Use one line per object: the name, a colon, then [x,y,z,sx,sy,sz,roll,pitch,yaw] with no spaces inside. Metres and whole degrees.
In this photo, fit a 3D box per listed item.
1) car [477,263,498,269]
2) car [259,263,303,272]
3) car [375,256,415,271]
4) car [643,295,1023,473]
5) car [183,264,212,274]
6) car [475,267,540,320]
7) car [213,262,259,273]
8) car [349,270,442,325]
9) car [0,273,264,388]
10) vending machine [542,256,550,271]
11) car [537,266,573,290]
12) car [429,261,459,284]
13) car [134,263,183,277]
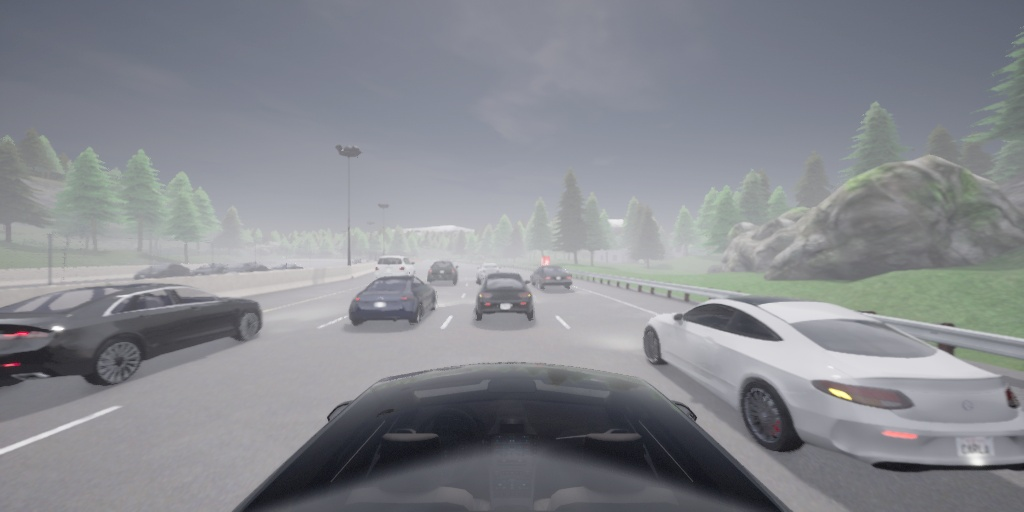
car: [-1.822,1.306,28.734,1.812,1.442,4.674,0,0,-7]
car: [-20.145,1.397,31.960,1.994,1.385,4.181,0,0,-9]
car: [-8.587,1.018,26.594,2.150,2.045,5.566,0,0,-8]
car: [3.460,1.269,5.013,1.812,1.442,4.674,0,0,-1]
car: [-27.460,1.417,33.084,1.994,1.385,4.181,0,0,-11]
car: [-0.299,1.287,12.605,1.812,1.442,4.674,0,0,-3]
car: [-23.713,1.335,32.052,2.128,1.511,4.902,0,0,-9]
car: [-3.777,1.334,12.009,1.994,1.385,4.181,0,0,-3]
car: [-7.065,1.266,6.973,2.128,1.511,4.902,0,0,-1]
vending machine: [4.186,0.975,44.284,1.100,2.100,0.880,0,0,-11]
car: [2.396,1.312,22.869,2.033,1.411,5.357,0,0,-6]
car: [-5.173,1.140,27.308,2.097,1.767,4.553,0,0,-7]
car: [-30.742,1.387,31.766,1.812,1.442,4.674,0,0,-9]
